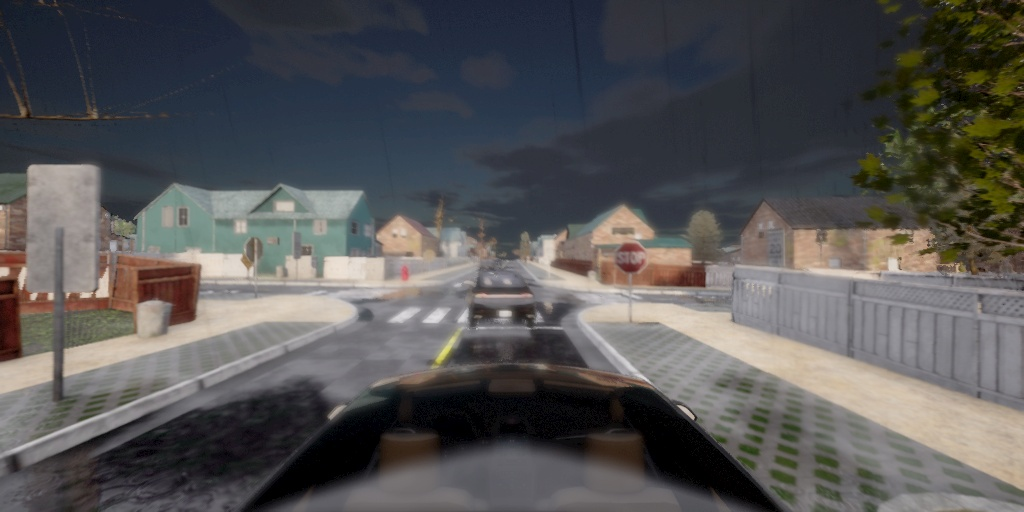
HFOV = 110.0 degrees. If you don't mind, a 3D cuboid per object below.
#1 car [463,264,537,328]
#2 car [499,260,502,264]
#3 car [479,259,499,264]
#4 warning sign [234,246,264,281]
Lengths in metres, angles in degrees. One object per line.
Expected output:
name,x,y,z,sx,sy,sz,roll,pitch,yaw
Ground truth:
car,-0.478,1.197,11.272,2.128,1.511,4.902,1,0,-8
car,-2.766,1.144,64.334,1.994,1.385,4.181,0,0,0
car,-2.843,1.113,42.738,1.837,1.490,4.892,0,0,0
warning sign,-15.790,0.516,21.489,1.060,1.860,1.300,0,0,0
